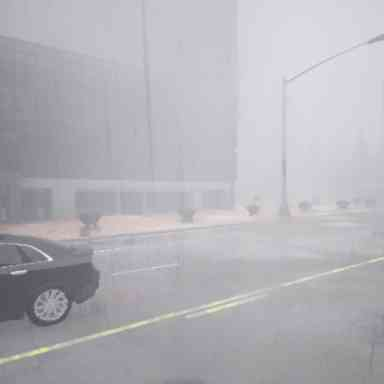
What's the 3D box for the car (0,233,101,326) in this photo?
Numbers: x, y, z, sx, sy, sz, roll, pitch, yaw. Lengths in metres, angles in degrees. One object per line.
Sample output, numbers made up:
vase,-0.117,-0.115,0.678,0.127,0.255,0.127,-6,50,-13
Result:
car,-3.996,1.509,5.439,4.892,1.490,1.837,-1,1,-36
